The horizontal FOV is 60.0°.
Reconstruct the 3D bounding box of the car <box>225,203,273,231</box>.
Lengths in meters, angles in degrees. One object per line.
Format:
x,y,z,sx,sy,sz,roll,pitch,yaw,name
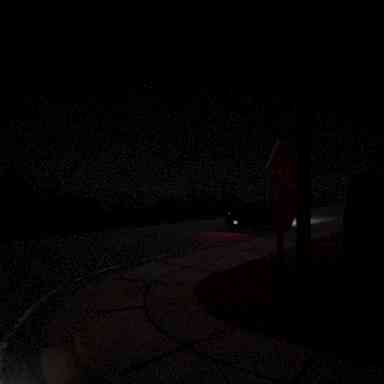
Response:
3.876,1.442,20.180,2.128,1.511,4.902,0,0,38,car
